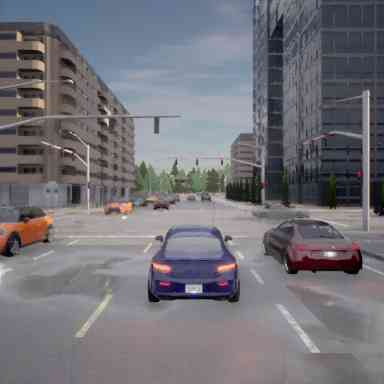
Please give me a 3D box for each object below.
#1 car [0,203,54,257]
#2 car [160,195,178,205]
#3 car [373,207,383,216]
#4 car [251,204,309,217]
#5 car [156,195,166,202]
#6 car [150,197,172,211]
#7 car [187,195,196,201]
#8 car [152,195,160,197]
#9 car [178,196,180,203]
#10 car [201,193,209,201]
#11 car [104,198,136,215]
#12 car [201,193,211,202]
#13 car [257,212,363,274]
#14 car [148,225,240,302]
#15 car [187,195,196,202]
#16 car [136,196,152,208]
[{"bbox_3d":[-7.137,1.352,12.830,2.097,1.767,4.553,0,0,0],"label":"car"},{"bbox_3d":[-3.962,1.478,57.893,1.882,1.535,5.008,0,0,1],"label":"car"},{"bbox_3d":[19.447,1.656,30.726,4.718,1.301,1.895,0,0,0],"label":"car"},{"bbox_3d":[7.253,1.641,27.352,4.718,1.301,1.895,1,0,14],"label":"car"},{"bbox_3d":[-7.184,1.495,77.274,1.837,1.490,4.892,0,0,1],"label":"car"},{"bbox_3d":[-3.764,1.606,41.031,1.895,1.301,4.718,0,0,-3],"label":"car"},{"bbox_3d":[-0.074,1.525,87.816,2.128,1.511,4.902,0,0,1],"label":"car"},{"bbox_3d":[-7.404,1.478,61.892,1.882,1.535,5.008,0,0,1],"label":"car"},{"bbox_3d":[-3.741,1.355,71.758,2.097,1.767,4.553,0,0,1],"label":"car"},{"bbox_3d":[3.427,1.225,87.844,2.150,2.045,5.566,0,0,1],"label":"car"},{"bbox_3d":[-7.347,1.380,33.493,2.097,1.767,4.553,0,0,-1],"label":"car"},{"bbox_3d":[3.321,1.355,77.681,2.097,1.767,4.553,0,0,1],"label":"car"},{"bbox_3d":[3.552,1.564,10.538,1.994,1.385,4.181,0,0,0],"label":"car"},{"bbox_3d":[0.044,1.526,8.114,1.812,1.442,4.674,0,0,0],"label":"car"},{"bbox_3d":[-0.180,1.540,77.472,2.033,1.411,5.357,0,0,1],"label":"car"},{"bbox_3d":[-7.503,1.491,47.851,2.128,1.511,4.902,0,0,0],"label":"car"}]
